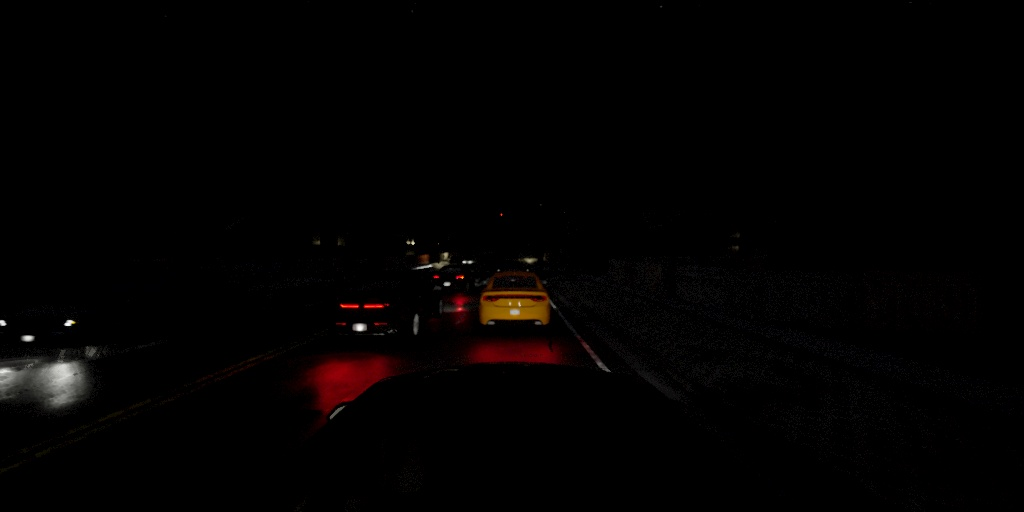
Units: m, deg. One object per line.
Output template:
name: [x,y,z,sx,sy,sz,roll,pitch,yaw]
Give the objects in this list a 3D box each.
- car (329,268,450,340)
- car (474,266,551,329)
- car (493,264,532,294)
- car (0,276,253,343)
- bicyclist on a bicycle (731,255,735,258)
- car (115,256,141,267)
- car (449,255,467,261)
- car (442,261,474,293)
car: [-3.169,1.239,9.919,1.837,1.490,4.892,0,0,0]
car: [0.091,1.207,11.249,1.882,1.535,5.008,0,0,1]
car: [0.066,1.239,20.558,1.994,1.385,4.181,0,0,1]
car: [-9.834,1.282,9.941,2.033,1.411,5.357,0,0,0]
bicyclist on a bicycle: [18.493,0.772,29.929,0.582,1.620,1.656,0,0,-1]
car: [-36.465,1.060,33.242,5.566,2.045,2.150,0,1,5]
car: [-9.714,0.703,62.250,2.128,1.511,4.902,0,1,0]
car: [-3.192,1.205,20.104,1.812,1.442,4.674,0,0,1]
